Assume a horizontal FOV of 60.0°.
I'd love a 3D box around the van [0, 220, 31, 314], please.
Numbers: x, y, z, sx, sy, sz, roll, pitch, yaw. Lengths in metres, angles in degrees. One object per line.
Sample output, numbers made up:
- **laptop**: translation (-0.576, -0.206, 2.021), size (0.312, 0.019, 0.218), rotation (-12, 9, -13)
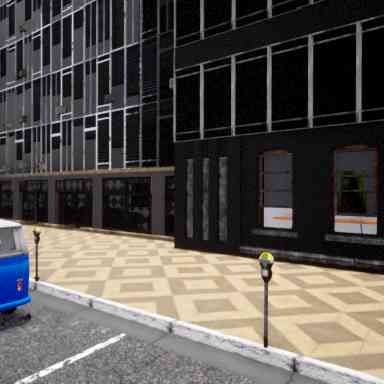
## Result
- **van**: translation (-4.728, 1.340, 6.260), size (3.998, 1.788, 1.690), rotation (0, 0, 36)
